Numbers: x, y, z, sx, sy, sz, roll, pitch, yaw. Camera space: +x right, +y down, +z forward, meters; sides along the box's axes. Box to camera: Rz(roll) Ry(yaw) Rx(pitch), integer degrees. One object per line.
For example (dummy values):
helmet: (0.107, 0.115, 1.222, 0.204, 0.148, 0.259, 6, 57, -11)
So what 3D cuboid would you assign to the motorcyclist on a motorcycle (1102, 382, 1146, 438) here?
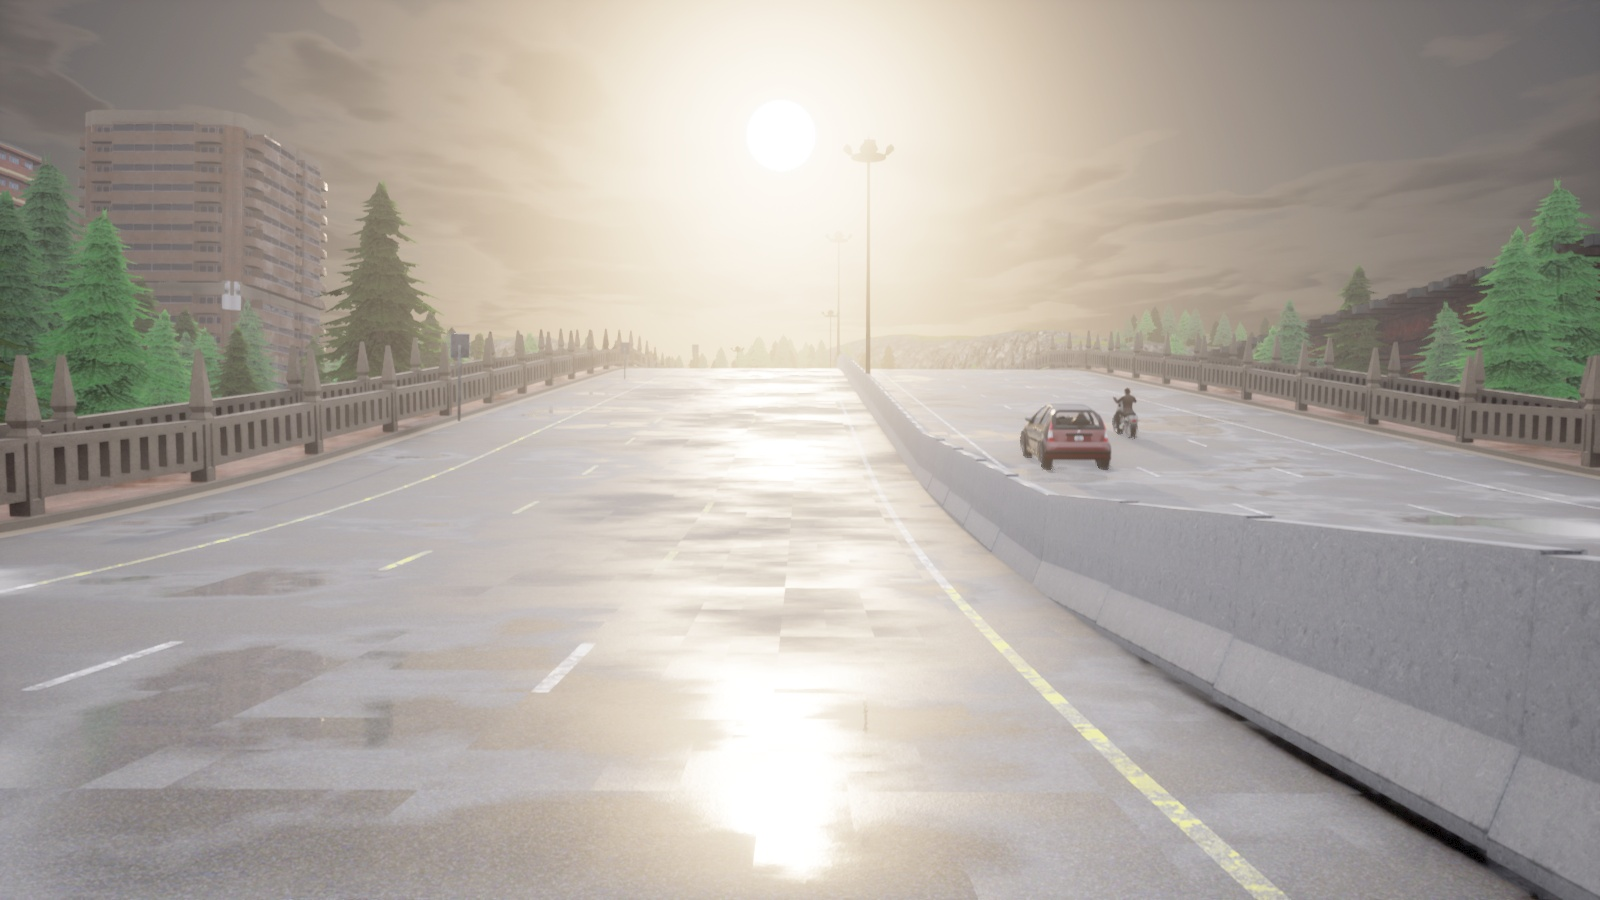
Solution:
motorcyclist on a motorcycle: (10.520, -1.337, 40.857, 0.766, 1.649, 2.350, 0, 6, 0)

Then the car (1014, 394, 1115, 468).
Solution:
car: (7.003, -0.577, 33.603, 1.851, 1.617, 3.988, 0, 6, 0)
